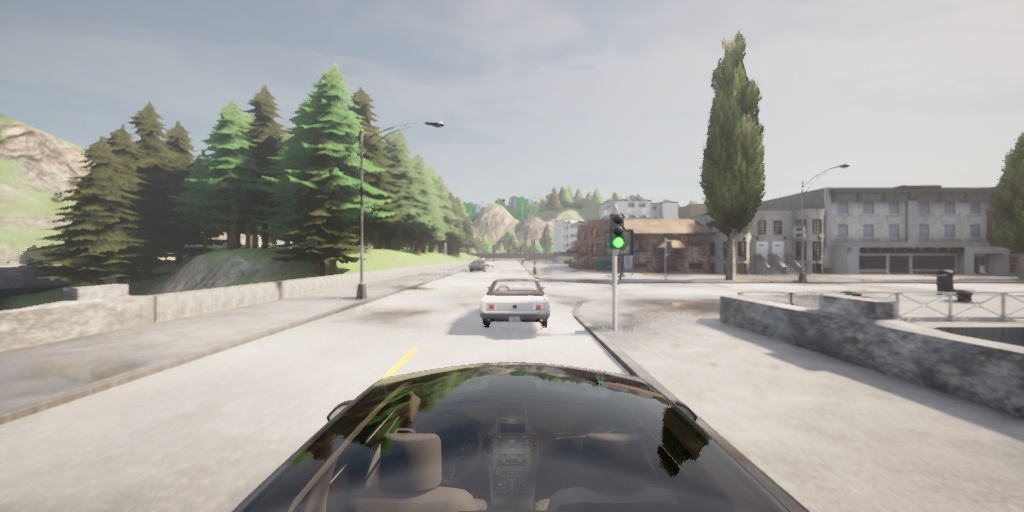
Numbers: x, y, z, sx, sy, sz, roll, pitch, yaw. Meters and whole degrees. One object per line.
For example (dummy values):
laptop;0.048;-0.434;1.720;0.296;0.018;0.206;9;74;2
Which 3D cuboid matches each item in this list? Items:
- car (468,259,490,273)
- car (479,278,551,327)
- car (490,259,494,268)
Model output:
car;-4.090;1.218;43.313;1.837;1.490;4.892;0;0;0
car;0.146;1.342;11.440;1.895;1.301;4.718;0;0;2
car;-4.056;1.225;59.190;1.812;1.442;4.674;0;0;1
